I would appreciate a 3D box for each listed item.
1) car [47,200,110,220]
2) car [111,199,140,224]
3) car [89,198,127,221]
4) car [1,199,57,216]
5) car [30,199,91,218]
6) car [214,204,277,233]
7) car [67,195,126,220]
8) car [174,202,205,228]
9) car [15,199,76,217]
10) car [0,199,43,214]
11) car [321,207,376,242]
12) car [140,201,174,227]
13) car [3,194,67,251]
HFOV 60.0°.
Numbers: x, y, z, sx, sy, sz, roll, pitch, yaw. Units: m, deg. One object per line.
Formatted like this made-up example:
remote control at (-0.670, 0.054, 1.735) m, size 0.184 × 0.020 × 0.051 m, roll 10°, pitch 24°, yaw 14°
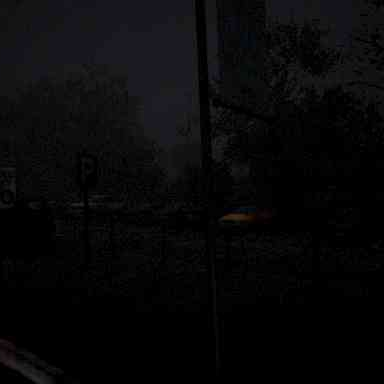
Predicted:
car at (-10.030, 1.505, 29.776) m, size 2.231 × 1.521 × 4.892 m, roll 0°, pitch 0°, yaw 35°
car at (-3.233, 1.498, 24.967) m, size 2.097 × 1.535 × 5.008 m, roll 0°, pitch 0°, yaw 35°
car at (-5.497, 1.500, 26.573) m, size 2.097 × 1.535 × 5.008 m, roll 0°, pitch 0°, yaw 35°
car at (-16.834, 1.527, 34.577) m, size 2.163 × 1.488 × 4.792 m, roll 0°, pitch 0°, yaw 35°
car at (-12.295, 1.503, 31.385) m, size 2.097 × 1.535 × 5.008 m, roll 0°, pitch 0°, yaw 35°
car at (3.447, 1.489, 19.993) m, size 1.946 × 1.575 × 5.366 m, roll 0°, pitch 0°, yaw 35°
car at (-7.780, 1.251, 28.152) m, size 2.435 × 2.045 × 5.566 m, roll 0°, pitch 0°, yaw 35°
car at (1.308, 1.524, 21.774) m, size 2.163 × 1.488 × 4.792 m, roll 0°, pitch 0°, yaw 35°
car at (-14.449, 1.497, 33.147) m, size 1.946 × 1.575 × 5.366 m, roll 0°, pitch 0°, yaw 35°
car at (-19.070, 1.515, 36.235) m, size 2.163 × 1.488 × 4.792 m, roll 0°, pitch 0°, yaw 35°
car at (8.065, 1.518, 16.907) m, size 2.163 × 1.488 × 4.792 m, roll 0°, pitch 0°, yaw 35°
car at (-0.968, 1.497, 23.362) m, size 2.231 × 1.521 × 4.892 m, roll 0°, pitch 0°, yaw 35°
car at (-7.849, 1.243, 12.163) m, size 2.435 × 2.045 × 5.566 m, roll 0°, pitch 0°, yaw 35°
